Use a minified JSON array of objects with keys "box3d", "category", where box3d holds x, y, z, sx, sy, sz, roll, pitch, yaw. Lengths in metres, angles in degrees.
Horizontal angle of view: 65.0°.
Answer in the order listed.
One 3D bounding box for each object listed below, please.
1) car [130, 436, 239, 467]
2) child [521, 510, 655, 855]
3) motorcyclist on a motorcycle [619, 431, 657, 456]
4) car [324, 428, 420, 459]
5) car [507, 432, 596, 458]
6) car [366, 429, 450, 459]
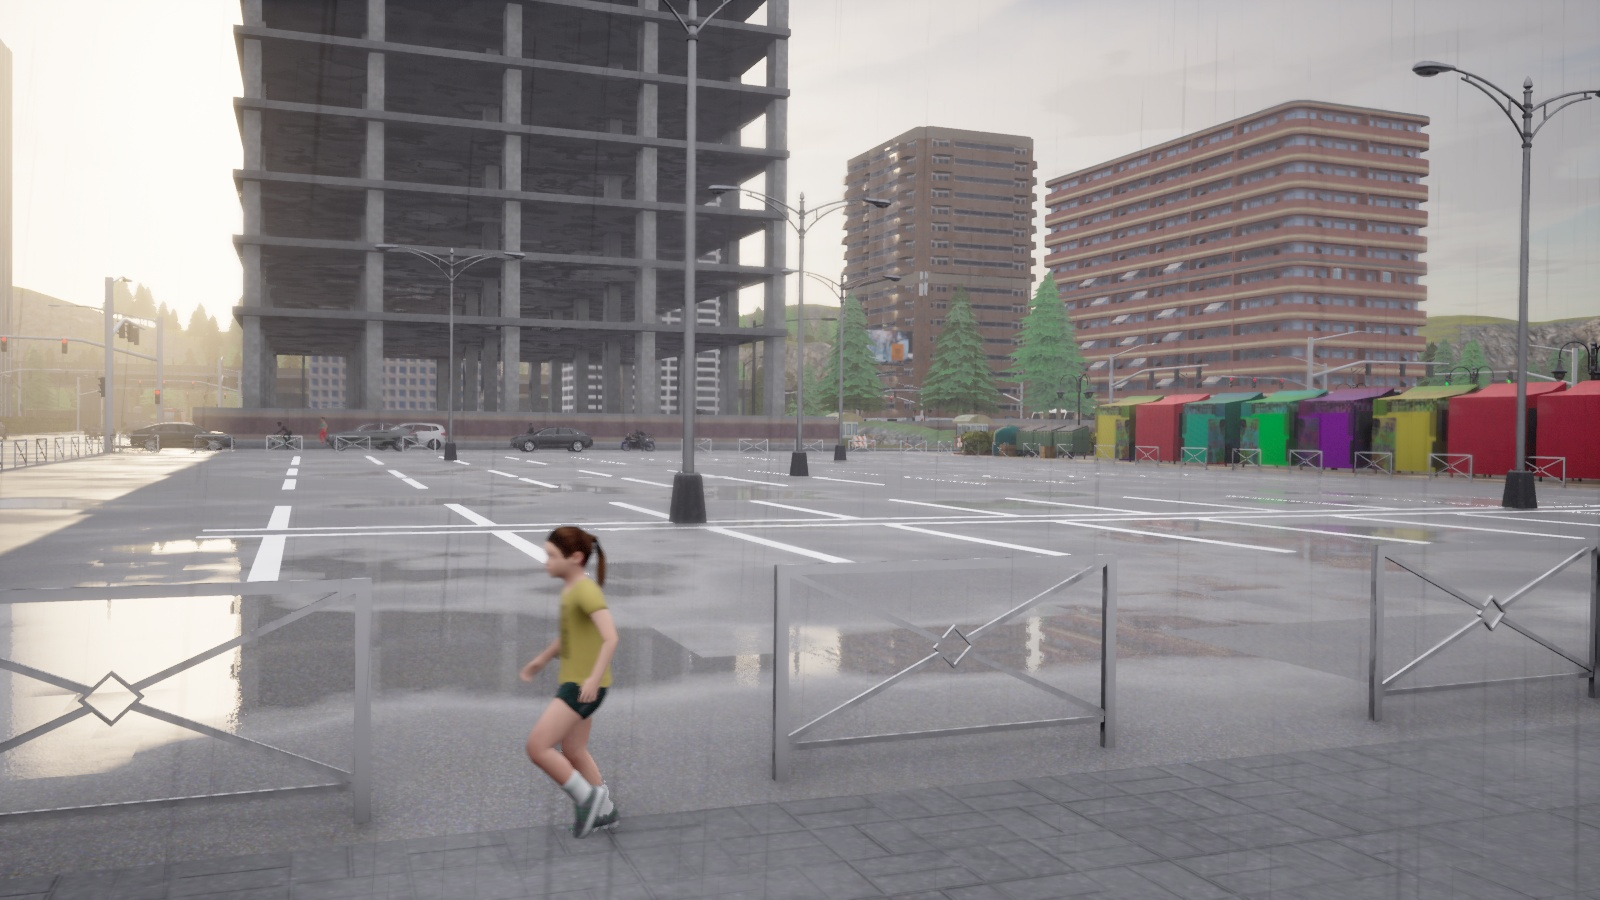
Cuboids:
[{"box3d":[-31.498,0.038,64.446,4.892,1.490,1.837,-1,1,-22],"category":"car"},{"box3d":[-0.731,0.774,4.321,0.394,1.110,0.255,-1,1,-21],"category":"child"},{"box3d":[-10.375,-0.419,80.431,2.191,1.530,0.866,-1,1,-22],"category":"motorcyclist on a motorcycle"},{"box3d":[-24.227,-0.374,71.120,5.027,1.651,2.152,-1,1,-22],"category":"car"},{"box3d":[-14.821,-0.311,74.886,4.892,1.490,1.837,-1,1,-22],"category":"car"},{"box3d":[-23.501,-0.382,75.183,4.611,1.667,2.242,-1,1,-22],"category":"car"}]
